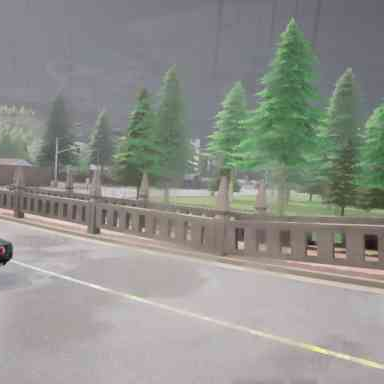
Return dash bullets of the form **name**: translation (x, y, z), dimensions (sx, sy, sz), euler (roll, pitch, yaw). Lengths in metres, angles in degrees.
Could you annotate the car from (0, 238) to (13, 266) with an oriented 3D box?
- **car**: translation (-6.797, 1.340, 8.802), dimensions (4.718, 1.301, 1.895), euler (3, 2, 35)
